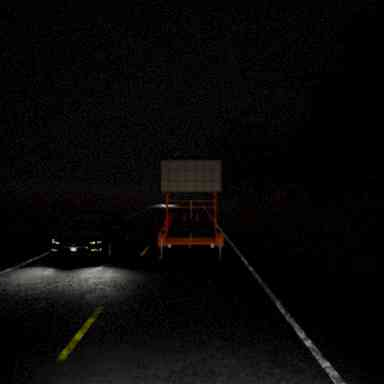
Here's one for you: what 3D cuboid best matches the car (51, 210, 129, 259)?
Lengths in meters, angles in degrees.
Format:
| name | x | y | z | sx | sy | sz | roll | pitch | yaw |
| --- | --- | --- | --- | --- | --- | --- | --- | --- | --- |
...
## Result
| name | x | y | z | sx | sy | sz | roll | pitch | yaw |
| --- | --- | --- | --- | --- | --- | --- | --- | --- | --- |
| car | -3.641 | 1.497 | 12.617 | 1.837 | 1.490 | 4.892 | 0 | 0 | 0 |

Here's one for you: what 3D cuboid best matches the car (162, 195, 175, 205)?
| name | x | y | z | sx | sy | sz | roll | pitch | yaw |
| --- | --- | --- | --- | --- | --- | --- | --- | --- | --- |
| car | -3.757 | 1.185 | 53.389 | 2.128 | 1.511 | 4.902 | 0 | 1 | 0 |

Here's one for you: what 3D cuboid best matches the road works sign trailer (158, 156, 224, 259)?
| name | x | y | z | sx | sy | sz | roll | pitch | yaw |
| --- | --- | --- | --- | --- | --- | --- | --- | --- | --- |
| road works sign trailer | -0.030 | 0.456 | 12.630 | 2.380 | 3.560 | 2.880 | 0 | 0 | 0 |
